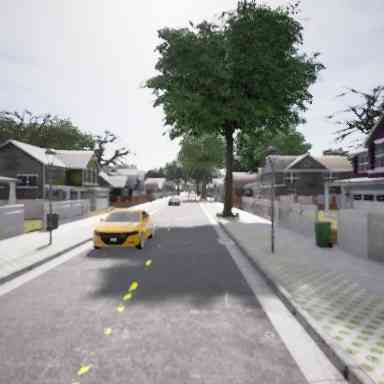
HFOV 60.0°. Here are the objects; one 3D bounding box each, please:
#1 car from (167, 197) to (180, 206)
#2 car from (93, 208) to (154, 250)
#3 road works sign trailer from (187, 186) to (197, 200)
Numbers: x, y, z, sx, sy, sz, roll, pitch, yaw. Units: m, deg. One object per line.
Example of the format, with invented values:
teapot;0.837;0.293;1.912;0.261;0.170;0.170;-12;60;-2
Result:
car;-2.804;1.454;52.756;2.033;1.411;5.357;0;0;1
car;-2.830;1.459;14.555;1.882;1.535;5.008;0;0;0
road works sign trailer;0.009;0.213;86.179;2.380;3.560;2.880;0;0;0
